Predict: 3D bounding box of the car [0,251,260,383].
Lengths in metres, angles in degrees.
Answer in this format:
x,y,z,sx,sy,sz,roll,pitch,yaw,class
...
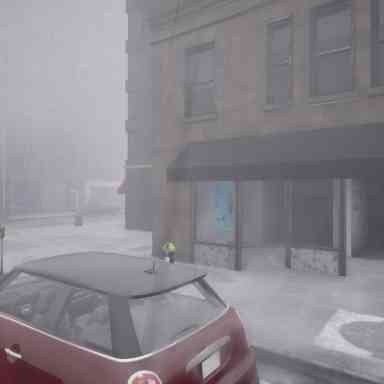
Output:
x,y,z,sx,sy,sz,roll,pitch,yaw,class
-1.418,1.440,3.864,4.097,1.590,1.967,0,0,36,car

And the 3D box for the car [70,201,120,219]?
x,y,z,sx,sy,sz,roll,pitch,yaw,class
-8.470,1.515,29.508,1.812,1.442,4.674,0,0,35,car
